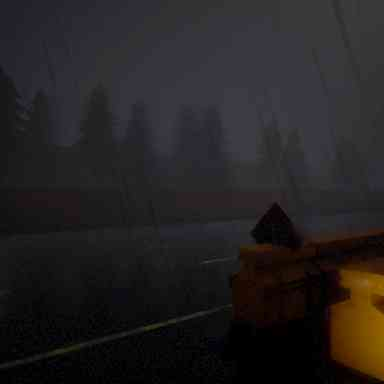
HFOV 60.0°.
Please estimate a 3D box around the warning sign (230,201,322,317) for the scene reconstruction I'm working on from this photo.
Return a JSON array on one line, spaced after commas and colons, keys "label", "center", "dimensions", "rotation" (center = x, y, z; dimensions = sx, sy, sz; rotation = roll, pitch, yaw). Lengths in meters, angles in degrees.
[{"label": "warning sign", "center": [1.550, 1.115, 6.265], "dimensions": [1.060, 1.860, 1.300], "rotation": [0, 0, -35]}]
